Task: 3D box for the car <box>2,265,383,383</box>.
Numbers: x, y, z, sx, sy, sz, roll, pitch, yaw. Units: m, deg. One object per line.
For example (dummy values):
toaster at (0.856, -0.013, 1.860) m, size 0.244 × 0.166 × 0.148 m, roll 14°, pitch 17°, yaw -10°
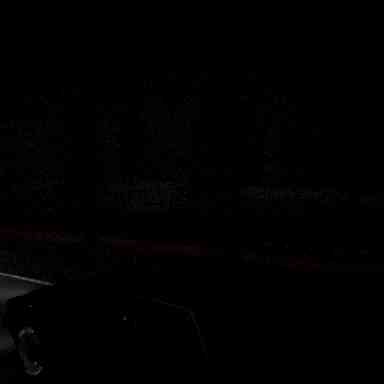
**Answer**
car at (-0.193, 1.597, 3.923) m, size 4.718 × 1.301 × 1.895 m, roll 0°, pitch 0°, yaw 34°
